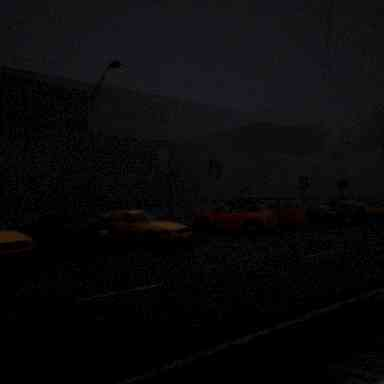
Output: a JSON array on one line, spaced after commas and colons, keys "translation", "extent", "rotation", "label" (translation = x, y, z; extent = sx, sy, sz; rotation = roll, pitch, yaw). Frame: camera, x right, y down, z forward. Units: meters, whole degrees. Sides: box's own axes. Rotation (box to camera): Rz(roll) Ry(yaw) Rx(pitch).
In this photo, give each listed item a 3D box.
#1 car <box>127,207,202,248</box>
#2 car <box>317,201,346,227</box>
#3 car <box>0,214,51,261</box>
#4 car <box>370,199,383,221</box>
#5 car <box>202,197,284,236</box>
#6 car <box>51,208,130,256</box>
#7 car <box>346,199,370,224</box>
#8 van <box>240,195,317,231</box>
[{"translation": [-2.440, 1.459, 14.668], "extent": [5.366, 1.575, 1.946], "rotation": [-1, -1, 35], "label": "car"}, {"translation": [7.130, 1.425, 21.692], "extent": [4.674, 1.452, 2.002], "rotation": [-1, 0, 35], "label": "car"}, {"translation": [-7.299, 1.485, 11.206], "extent": [5.366, 1.575, 1.946], "rotation": [-1, -1, 35], "label": "car"}, {"translation": [12.146, 1.313, 25.062], "extent": [5.366, 1.575, 1.946], "rotation": [-1, -1, 35], "label": "car"}, {"translation": [2.288, 1.307, 18.215], "extent": [4.553, 1.767, 2.185], "rotation": [-1, 0, 34], "label": "car"}, {"translation": [-5.049, 1.508, 13.054], "extent": [4.792, 1.488, 2.163], "rotation": [-1, 0, 35], "label": "car"}, {"translation": [9.532, 1.387, 23.443], "extent": [4.792, 1.488, 2.163], "rotation": [-1, 0, 35], "label": "car"}, {"translation": [4.798, 1.186, 19.908], "extent": [4.442, 1.987, 1.878], "rotation": [-1, -1, 35], "label": "van"}]
